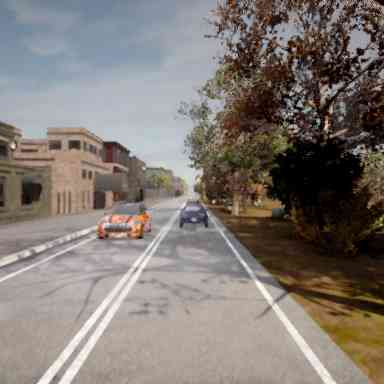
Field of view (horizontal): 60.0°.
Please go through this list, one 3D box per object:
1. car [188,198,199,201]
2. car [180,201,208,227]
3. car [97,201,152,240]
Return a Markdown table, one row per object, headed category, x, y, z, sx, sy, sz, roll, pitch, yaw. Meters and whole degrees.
| category | x | y | z | sx | sy | sz | roll | pitch | yaw |
| --- | --- | --- | --- | --- | --- | --- | --- | --- | --- |
| car | 0.170 | 1.550 | 41.617 | 2.128 | 1.511 | 4.902 | 0 | 0 | 0 |
| car | 0.131 | 1.555 | 22.884 | 1.812 | 1.442 | 4.674 | 0 | 0 | 0 |
| car | -3.328 | 1.371 | 17.170 | 2.097 | 1.767 | 4.553 | 0 | 0 | 0 |
